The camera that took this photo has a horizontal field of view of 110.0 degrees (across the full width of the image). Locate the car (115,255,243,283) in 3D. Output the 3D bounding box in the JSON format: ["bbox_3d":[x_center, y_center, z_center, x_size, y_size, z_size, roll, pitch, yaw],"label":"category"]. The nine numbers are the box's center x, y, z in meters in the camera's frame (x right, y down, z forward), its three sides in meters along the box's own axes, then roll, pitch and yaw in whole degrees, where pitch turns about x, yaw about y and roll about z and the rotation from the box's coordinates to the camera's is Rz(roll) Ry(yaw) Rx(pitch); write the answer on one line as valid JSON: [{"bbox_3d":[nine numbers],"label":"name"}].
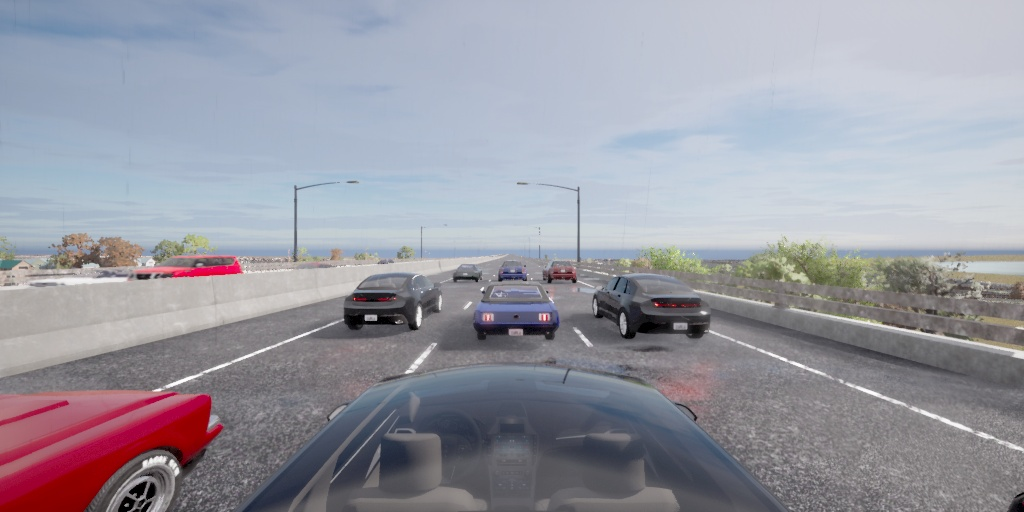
[{"bbox_3d":[-17.625,0.964,19.781,2.150,2.045,5.566,0,0,0],"label":"car"}]

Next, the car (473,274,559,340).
[{"bbox_3d":[0.089,1.348,9.911,1.895,1.301,4.718,0,0,0],"label":"car"}]

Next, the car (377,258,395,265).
[{"bbox_3d":[-21.079,1.082,60.105,1.994,1.385,4.181,0,0,0],"label":"car"}]

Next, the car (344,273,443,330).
[{"bbox_3d":[-3.413,1.251,11.087,1.837,1.490,4.892,0,0,0],"label":"car"}]

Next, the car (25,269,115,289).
[{"bbox_3d":[-21.123,1.344,18.411,1.895,1.301,4.718,0,0,0],"label":"car"}]

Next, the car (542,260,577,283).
[{"bbox_3d":[3.569,1.092,27.544,2.097,1.767,4.553,0,0,-1],"label":"car"}]

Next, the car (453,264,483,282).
[{"bbox_3d":[-3.437,1.303,28.366,1.994,1.385,4.181,0,0,0],"label":"car"}]

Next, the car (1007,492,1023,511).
[{"bbox_3d":[3.600,1.314,0.112,1.994,1.385,4.181,0,0,0],"label":"car"}]

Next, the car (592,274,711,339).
[{"bbox_3d":[3.588,1.252,10.067,1.837,1.490,4.892,0,0,0],"label":"car"}]

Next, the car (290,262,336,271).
[{"bbox_3d":[-14.132,1.218,25.301,1.882,1.535,5.008,0,0,0],"label":"car"}]

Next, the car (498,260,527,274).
[{"bbox_3d":[0.062,1.092,27.539,2.097,1.767,4.553,0,0,0],"label":"car"}]

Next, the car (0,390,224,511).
[{"bbox_3d":[-3.400,1.351,0.893,1.895,1.301,4.718,0,0,0],"label":"car"}]
